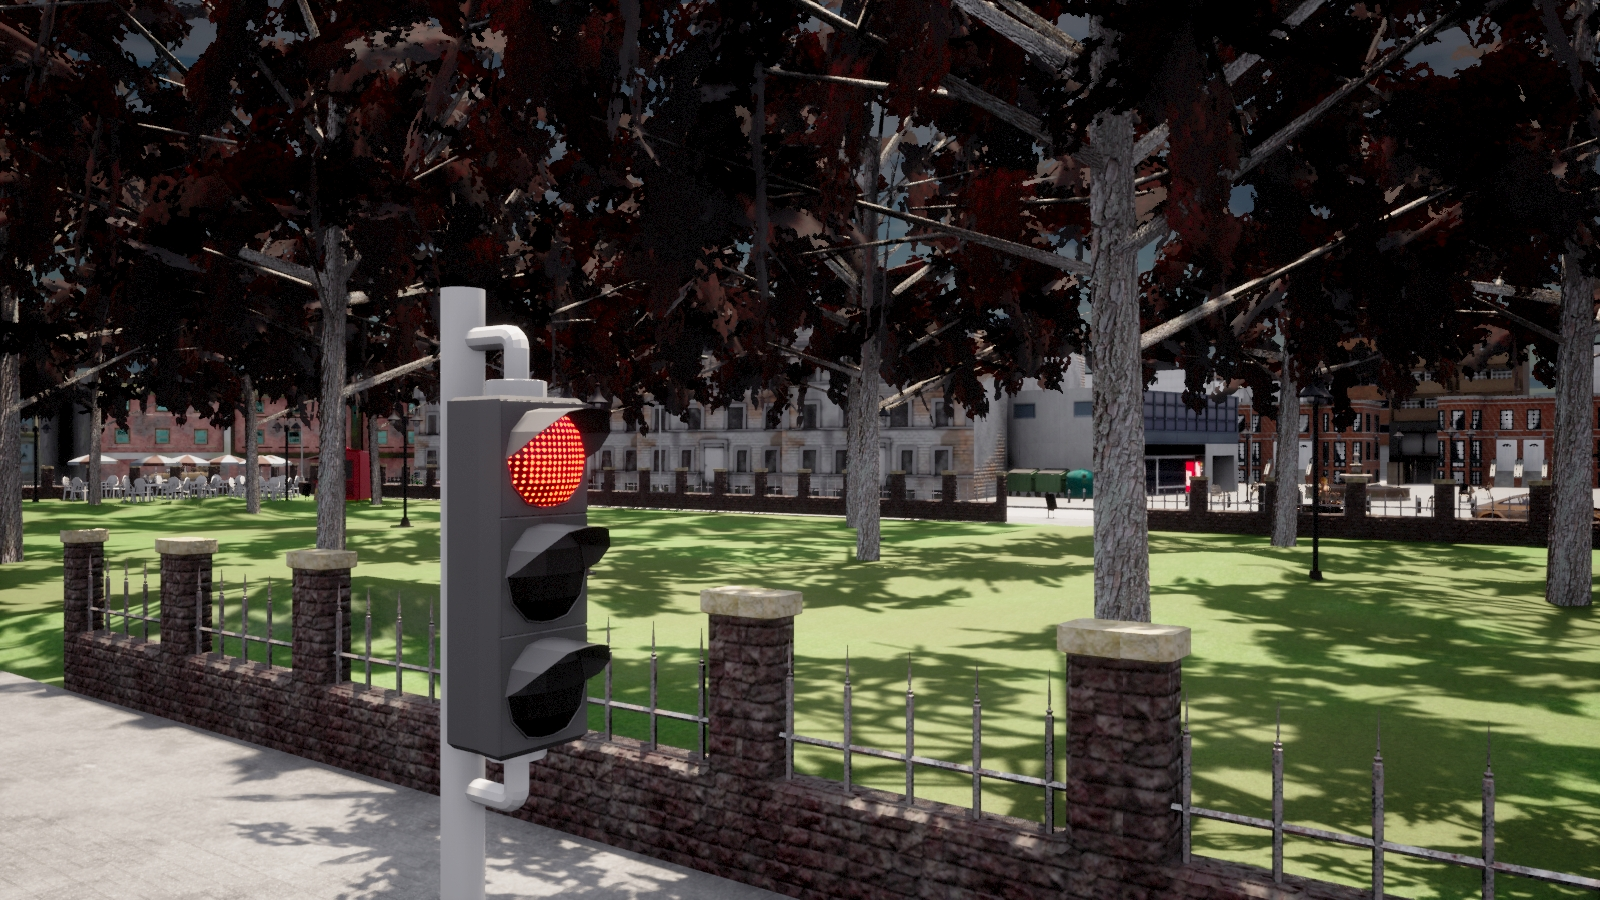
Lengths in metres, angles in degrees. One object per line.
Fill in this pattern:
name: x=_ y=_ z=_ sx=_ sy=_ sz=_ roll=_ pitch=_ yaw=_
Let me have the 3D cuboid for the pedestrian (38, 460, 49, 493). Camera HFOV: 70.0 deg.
pedestrian: x=-43.064 y=1.525 z=65.047 sx=0.375 sy=1.860 sz=0.375 roll=0 pitch=0 yaw=35

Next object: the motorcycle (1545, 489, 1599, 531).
motorcycle: x=25.489 y=1.950 z=36.881 sx=2.356 sy=1.277 sz=0.764 roll=0 pitch=0 yaw=36

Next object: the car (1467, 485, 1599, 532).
car: x=24.491 y=1.899 z=37.604 sx=4.181 sy=1.385 sz=1.994 roll=0 pitch=0 yaw=37

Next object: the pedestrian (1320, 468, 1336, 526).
pedestrian: x=17.115 y=1.523 z=37.031 sx=0.375 sy=1.860 sz=0.375 roll=0 pitch=0 yaw=37
